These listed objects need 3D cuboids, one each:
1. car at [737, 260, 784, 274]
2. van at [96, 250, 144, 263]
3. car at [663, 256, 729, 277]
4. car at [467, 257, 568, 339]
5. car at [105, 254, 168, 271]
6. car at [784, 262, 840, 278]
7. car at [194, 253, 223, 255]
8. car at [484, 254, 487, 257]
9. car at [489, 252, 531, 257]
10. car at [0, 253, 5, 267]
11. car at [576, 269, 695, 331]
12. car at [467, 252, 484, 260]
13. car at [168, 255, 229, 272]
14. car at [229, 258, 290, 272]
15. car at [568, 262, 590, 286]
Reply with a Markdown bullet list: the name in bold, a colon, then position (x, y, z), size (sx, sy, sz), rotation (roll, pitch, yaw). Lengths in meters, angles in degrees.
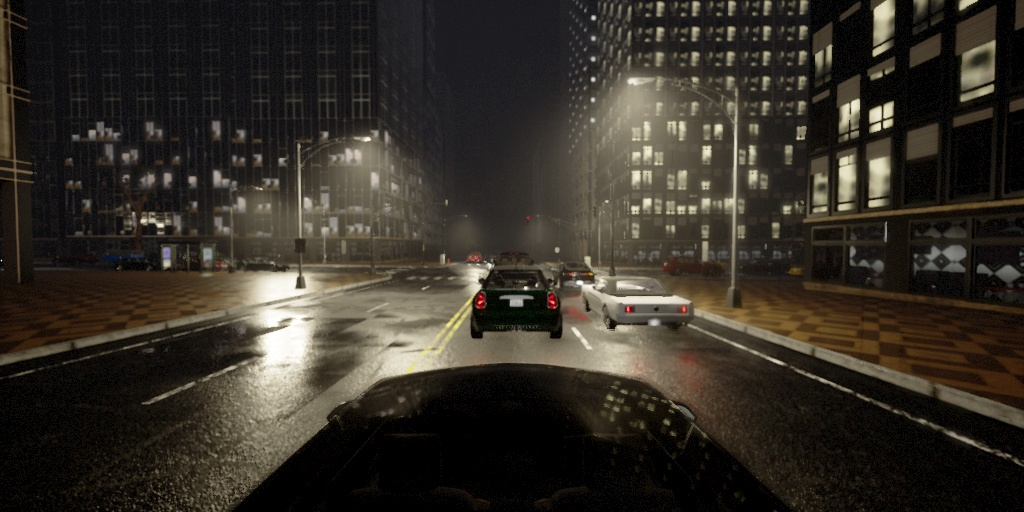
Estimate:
- **car**: position (26.348, 1.114, 37.876), size (5.357, 1.411, 2.033), rotation (1, 2, 1)
- **van**: position (-45.286, 0.182, 41.770), size (3.998, 1.789, 1.690), rotation (0, 0, 1)
- **car**: position (16.194, 0.945, 32.281), size (5.009, 1.841, 2.192), rotation (0, 0, 1)
- **car**: position (0.100, 1.012, 9.928), size (2.097, 1.767, 4.553), rotation (0, 1, 0)
- **car**: position (-34.095, 0.738, 33.112), size (4.313, 1.339, 1.948), rotation (0, 0, 1)
- **car**: position (27.643, 1.257, 32.085), size (4.829, 1.417, 1.751), rotation (0, 0, 1)
- **car**: position (-29.527, 0.496, 35.642), size (4.553, 1.767, 2.097), rotation (0, 2, 1)
- **car**: position (-3.303, 0.545, 63.205), size (2.128, 1.511, 4.902), rotation (0, 1, 1)
- **car**: position (0.101, 0.774, 19.638), size (2.150, 2.045, 5.566), rotation (0, 1, 0)
- **car**: position (-52.274, 0.421, 36.184), size (4.902, 1.511, 2.128), rotation (0, 2, 2)
- **car**: position (3.351, 1.253, 10.636), size (1.895, 1.301, 4.718), rotation (0, 1, 0)
- **car**: position (-6.549, 0.275, 63.203), size (2.150, 2.045, 5.566), rotation (0, 1, 1)
- **car**: position (-28.415, 0.808, 32.939), size (4.207, 1.307, 1.802), rotation (0, 0, 1)
- **car**: position (-22.730, 0.845, 32.806), size (4.313, 1.339, 1.948), rotation (0, 0, 1)
- **car**: position (3.351, 1.051, 20.137), size (1.837, 1.490, 4.892), rotation (0, 1, 0)
